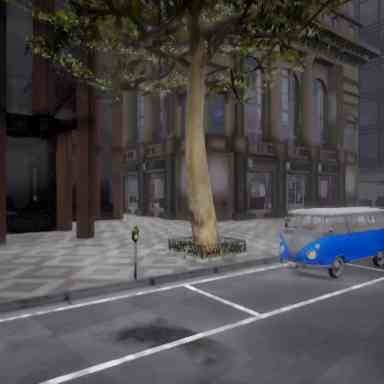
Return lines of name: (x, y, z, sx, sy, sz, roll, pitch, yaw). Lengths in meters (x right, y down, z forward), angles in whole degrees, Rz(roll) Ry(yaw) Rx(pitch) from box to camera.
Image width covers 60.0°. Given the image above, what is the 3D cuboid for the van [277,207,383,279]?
van: (4.275, 1.345, 9.816, 3.998, 1.788, 1.690, 0, 0, -36)
